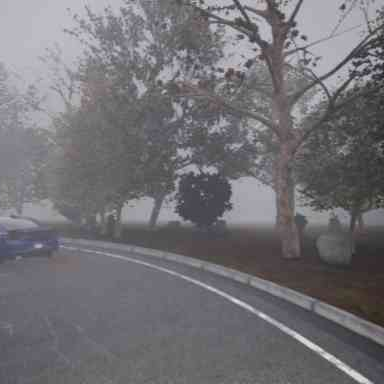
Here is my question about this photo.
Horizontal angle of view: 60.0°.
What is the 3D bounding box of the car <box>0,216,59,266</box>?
[{"bbox_3d":[-6.881,1.618,12.149,5.008,1.535,1.882,-1,-1,37],"label":"car"}]
